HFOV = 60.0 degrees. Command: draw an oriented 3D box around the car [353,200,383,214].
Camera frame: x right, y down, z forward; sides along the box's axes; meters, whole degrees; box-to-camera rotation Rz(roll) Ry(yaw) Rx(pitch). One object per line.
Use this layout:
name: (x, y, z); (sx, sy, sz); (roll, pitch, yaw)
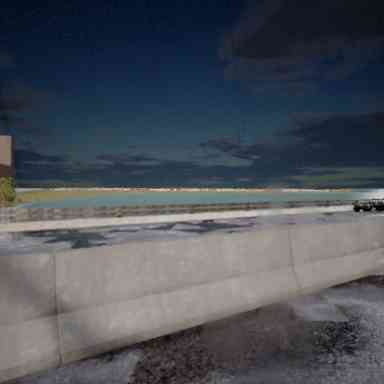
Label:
car: (18.537, 1.503, 34.117); (4.718, 1.301, 1.895); (0, 0, -35)
